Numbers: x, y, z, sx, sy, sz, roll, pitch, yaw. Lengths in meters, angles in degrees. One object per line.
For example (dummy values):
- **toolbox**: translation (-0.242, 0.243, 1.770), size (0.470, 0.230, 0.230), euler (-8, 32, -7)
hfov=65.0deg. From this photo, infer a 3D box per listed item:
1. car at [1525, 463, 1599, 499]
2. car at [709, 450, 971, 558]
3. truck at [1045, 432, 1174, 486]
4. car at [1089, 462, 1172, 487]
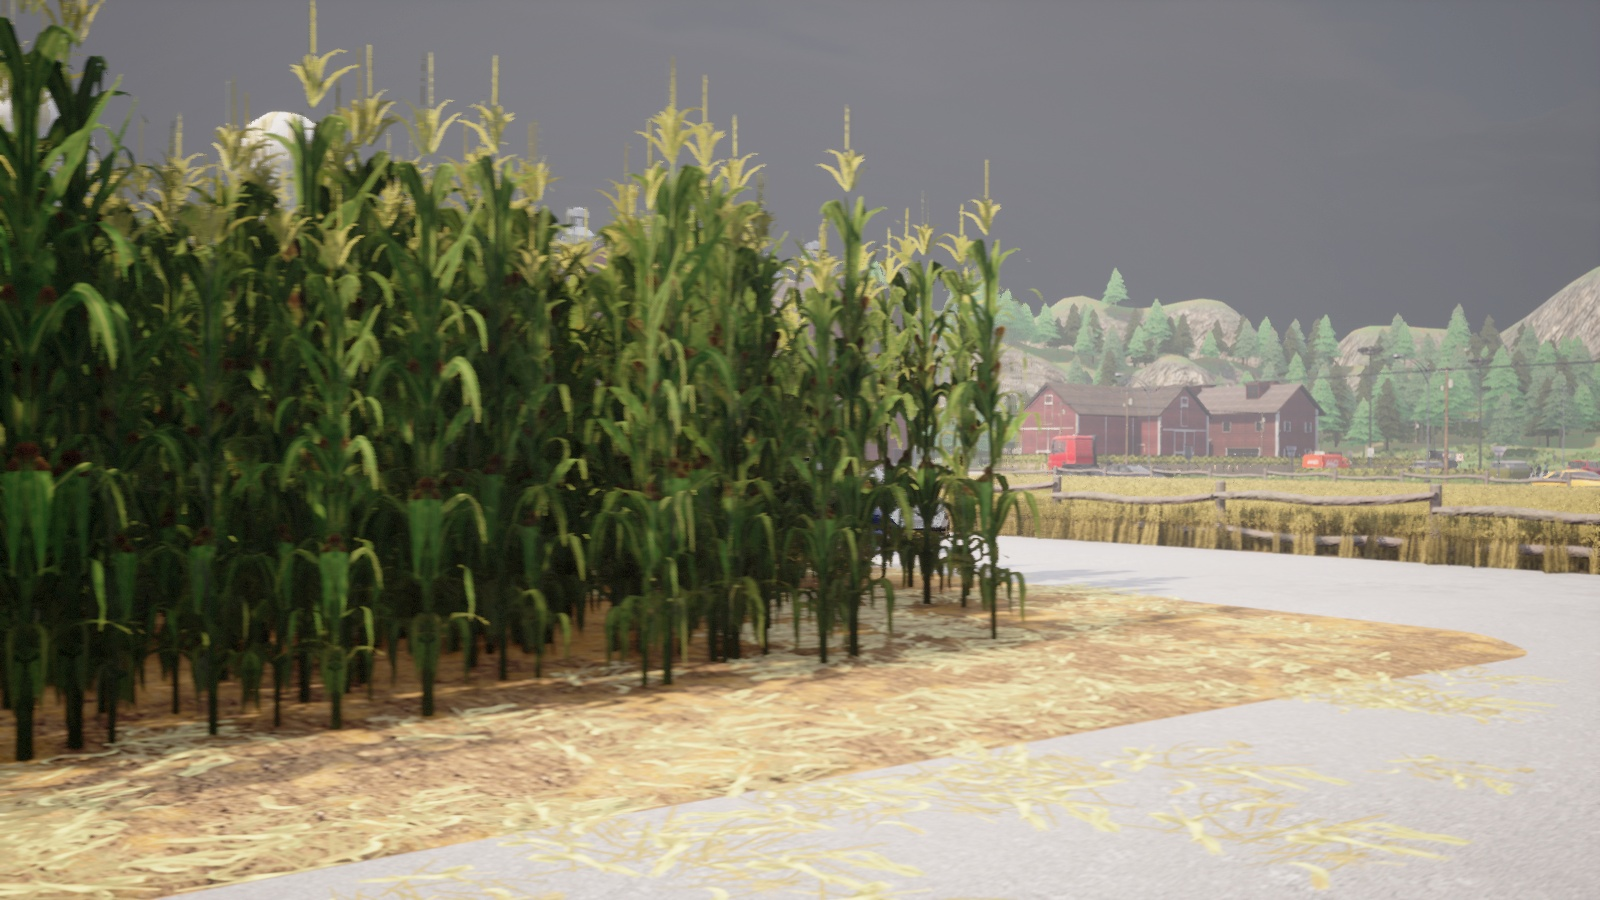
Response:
- **car**: translation (36.092, 1.386, 58.310), size (1.801, 1.575, 5.366), euler (0, 0, 1)
- **car**: translation (0.544, 0.857, 21.683), size (2.033, 1.649, 4.856), euler (0, -1, -35)
- **truck**: translation (20.509, 0.565, 83.515), size (7.936, 3.462, 2.891), euler (0, 0, 44)
- **car**: translation (20.647, 1.522, 78.652), size (2.163, 1.488, 4.792), euler (0, 0, -35)
